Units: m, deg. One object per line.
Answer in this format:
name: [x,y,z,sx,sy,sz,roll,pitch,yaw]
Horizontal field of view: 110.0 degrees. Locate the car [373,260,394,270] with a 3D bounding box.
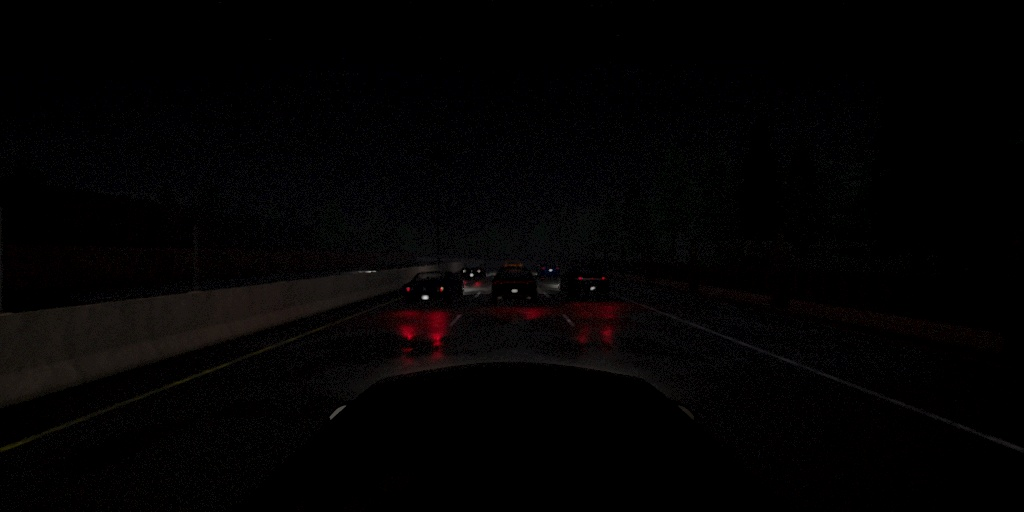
car: [-17.570,1.267,49.450,1.994,1.385,4.181,0,0,0]

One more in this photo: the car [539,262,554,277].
car: [3.598,1.284,35.423,1.994,1.385,4.181,0,0,0]

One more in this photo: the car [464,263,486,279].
car: [-3.402,1.322,32.538,1.895,1.301,4.718,0,0,0]

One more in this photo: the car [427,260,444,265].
car: [-10.572,1.268,49.919,1.994,1.385,4.181,0,0,0]

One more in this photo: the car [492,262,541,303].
car: [0.099,1.214,16.625,1.882,1.535,5.008,0,0,0]

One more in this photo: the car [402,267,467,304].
car: [-3.401,1.337,16.288,1.895,1.301,4.718,0,0,0]

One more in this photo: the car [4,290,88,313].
car: [-10.600,1.308,6.536,1.994,1.385,4.181,0,0,0]

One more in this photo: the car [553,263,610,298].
car: [3.600,1.228,18.398,2.128,1.511,4.902,0,0,0]

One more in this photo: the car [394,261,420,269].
car: [-14.074,1.305,48.904,1.895,1.301,4.718,0,0,0]
